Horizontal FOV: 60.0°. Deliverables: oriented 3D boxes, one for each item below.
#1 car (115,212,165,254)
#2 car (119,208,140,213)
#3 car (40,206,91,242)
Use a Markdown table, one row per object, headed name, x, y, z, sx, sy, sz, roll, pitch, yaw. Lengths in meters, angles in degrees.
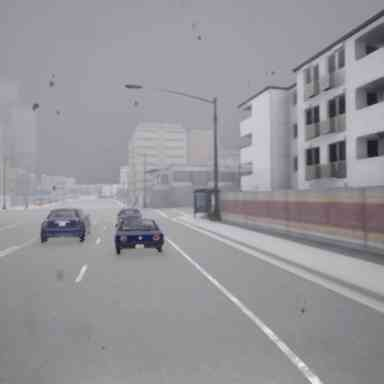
| name | x | y | z | sx | sy | sz | roll | pitch | yaw |
| --- | --- | --- | --- | --- | --- | --- | --- | --- | --- |
| car | -2.408 | 1.799 | 14.680 | 1.895 | 1.301 | 4.718 | 0 | -1 | -12 |
| car | -4.569 | 1.883 | 24.504 | 2.033 | 1.411 | 5.357 | 0 | -1 | -13 |
| car | -6.795 | 1.634 | 18.322 | 2.097 | 1.767 | 4.553 | 0 | -1 | -12 |
